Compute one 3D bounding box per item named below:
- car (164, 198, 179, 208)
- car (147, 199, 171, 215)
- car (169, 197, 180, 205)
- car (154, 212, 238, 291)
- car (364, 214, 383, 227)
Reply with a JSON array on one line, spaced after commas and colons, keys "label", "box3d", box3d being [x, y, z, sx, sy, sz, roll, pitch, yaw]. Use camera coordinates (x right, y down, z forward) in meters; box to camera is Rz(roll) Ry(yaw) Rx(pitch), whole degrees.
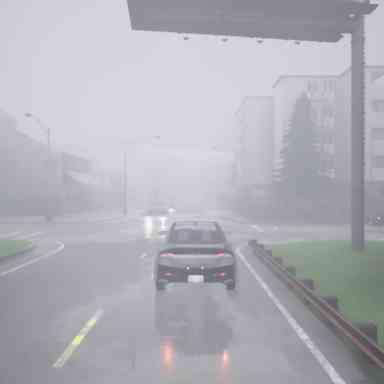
[{"label": "car", "box3d": [-3.553, 1.670, 50.203, 2.128, 1.511, 4.902, 0, 0, 0]}, {"label": "car", "box3d": [-3.574, 1.726, 35.260, 1.895, 1.301, 4.718, 0, 0, 0]}, {"label": "car", "box3d": [-3.457, 1.835, 66.438, 2.033, 1.411, 5.357, 0, 0, 0]}, {"label": "car", "box3d": [0.088, 1.525, 9.085, 2.128, 1.511, 4.902, 0, 0, 0]}, {"label": "car", "box3d": [14.559, 1.860, 23.423, 4.718, 1.301, 1.895, 0, 0, -10]}]
